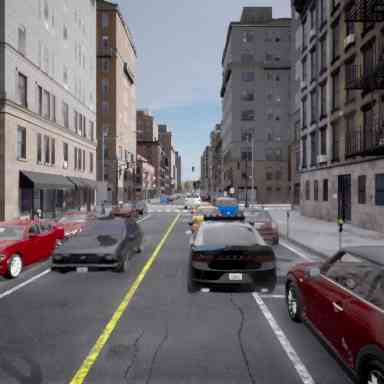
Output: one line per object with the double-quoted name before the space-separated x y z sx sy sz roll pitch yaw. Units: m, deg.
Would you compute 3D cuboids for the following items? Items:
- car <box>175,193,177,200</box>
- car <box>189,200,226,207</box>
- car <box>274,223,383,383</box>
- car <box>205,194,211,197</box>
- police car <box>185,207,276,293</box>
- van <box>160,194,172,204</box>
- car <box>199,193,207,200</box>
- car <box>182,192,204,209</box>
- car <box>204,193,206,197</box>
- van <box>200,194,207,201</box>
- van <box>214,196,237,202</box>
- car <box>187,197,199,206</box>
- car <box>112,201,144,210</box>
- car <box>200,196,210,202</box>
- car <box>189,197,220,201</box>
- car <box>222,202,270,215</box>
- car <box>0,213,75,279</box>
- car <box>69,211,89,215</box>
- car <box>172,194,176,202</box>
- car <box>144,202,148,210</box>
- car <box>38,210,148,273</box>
"car" -5.197 1.525 80.265 1.887 1.381 4.507 0 0 0
"car" 0.873 1.455 19.072 1.801 1.575 5.366 0 0 0
"car" 2.647 1.440 4.507 1.967 1.590 4.097 0 0 0
"car" 2.719 1.312 32.062 2.192 1.841 5.009 0 0 0
"police car" 0.847 1.425 8.992 1.930 1.638 5.238 0 0 0
"van" -5.243 1.327 64.046 1.690 1.788 3.998 0 0 0
"car" 2.919 1.291 91.058 2.192 1.841 5.009 0 0 0
"car" 0.117 1.208 44.456 2.150 2.045 5.566 0 0 0
"car" 2.883 1.299 69.433 2.192 1.841 5.009 0 0 0
"van" 2.910 1.319 85.651 1.690 1.788 3.998 0 0 0
"van" 2.704 1.339 26.550 1.690 1.788 3.998 0 0 0
"car" 0.148 1.536 57.735 2.033 1.411 5.357 0 0 0
"car" -5.321 1.543 26.572 1.887 1.381 4.507 0 0 0
"car" 2.892 1.533 74.839 2.008 1.369 4.403 0 0 0
"car" 0.888 1.454 25.072 1.801 1.575 5.366 0 0 0
"car" 2.675 1.440 15.529 1.967 1.590 4.097 0 0 0
"car" -5.364 1.544 10.038 1.887 1.381 4.507 0 0 0
"car" -5.350 1.581 15.550 1.802 1.307 4.206 0 0 0
"car" -5.212 1.548 74.859 1.947 1.339 4.313 0 0 0
"car" -5.306 1.563 32.083 1.947 1.339 4.313 0 0 0
"car" -2.721 1.547 10.908 2.033 1.411 5.357 0 0 0
